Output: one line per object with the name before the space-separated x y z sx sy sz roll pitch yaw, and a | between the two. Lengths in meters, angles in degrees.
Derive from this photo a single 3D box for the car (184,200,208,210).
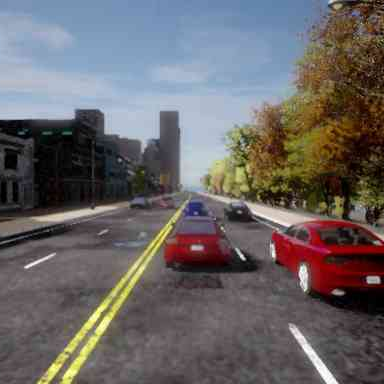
car | 0.307 1.407 27.055 1.812 1.442 4.674 0 0 1

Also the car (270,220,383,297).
car | 3.389 1.455 8.626 1.882 1.535 5.008 0 0 1

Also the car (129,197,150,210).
car | -6.260 1.338 40.311 2.033 1.411 5.357 0 0 1

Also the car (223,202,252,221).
car | 3.552 1.462 26.577 1.994 1.385 4.181 0 0 1

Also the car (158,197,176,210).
car | -3.003 1.330 40.570 1.812 1.442 4.674 0 0 1

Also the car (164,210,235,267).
car | 0.171 1.514 11.268 1.994 1.385 4.181 0 0 1
